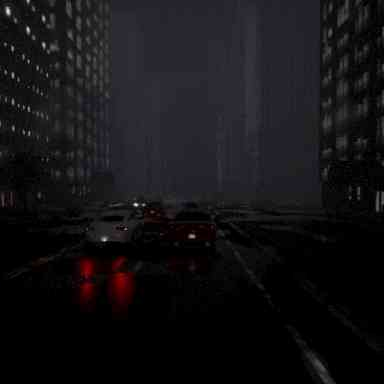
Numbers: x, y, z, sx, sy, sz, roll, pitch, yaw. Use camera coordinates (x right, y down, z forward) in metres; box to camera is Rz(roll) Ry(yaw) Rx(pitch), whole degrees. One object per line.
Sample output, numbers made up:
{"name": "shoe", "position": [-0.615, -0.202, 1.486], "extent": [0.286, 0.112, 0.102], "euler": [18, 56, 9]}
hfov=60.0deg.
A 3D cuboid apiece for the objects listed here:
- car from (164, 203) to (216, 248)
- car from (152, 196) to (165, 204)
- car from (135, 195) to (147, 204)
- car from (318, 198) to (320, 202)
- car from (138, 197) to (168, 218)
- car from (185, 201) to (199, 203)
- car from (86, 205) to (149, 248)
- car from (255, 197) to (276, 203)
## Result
{"name": "car", "position": [0.000, 1.479, 14.652], "extent": [1.882, 1.535, 5.008], "euler": [0, 0, 0]}
{"name": "car", "position": [-6.499, 1.584, 64.660], "extent": [2.033, 1.411, 5.357], "euler": [0, 0, 0]}
{"name": "car", "position": [-9.749, 1.386, 64.690], "extent": [2.097, 1.767, 4.553], "euler": [0, 0, 0]}
{"name": "car", "position": [32.751, 1.724, 80.836], "extent": [4.097, 1.590, 1.967], "euler": [1, 0, -1]}
{"name": "car", "position": [-3.250, 1.475, 29.654], "extent": [1.882, 1.535, 5.008], "euler": [0, 0, 0]}
{"name": "car", "position": [0.000, 1.524, 29.654], "extent": [1.812, 1.442, 4.674], "euler": [0, 0, 0]}
{"name": "car", "position": [-3.250, 1.527, 14.653], "extent": [1.812, 1.442, 4.674], "euler": [0, 0, 0]}
{"name": "car", "position": [15.922, 1.807, 72.118], "extent": [4.403, 1.369, 2.008], "euler": [1, 0, -1]}
